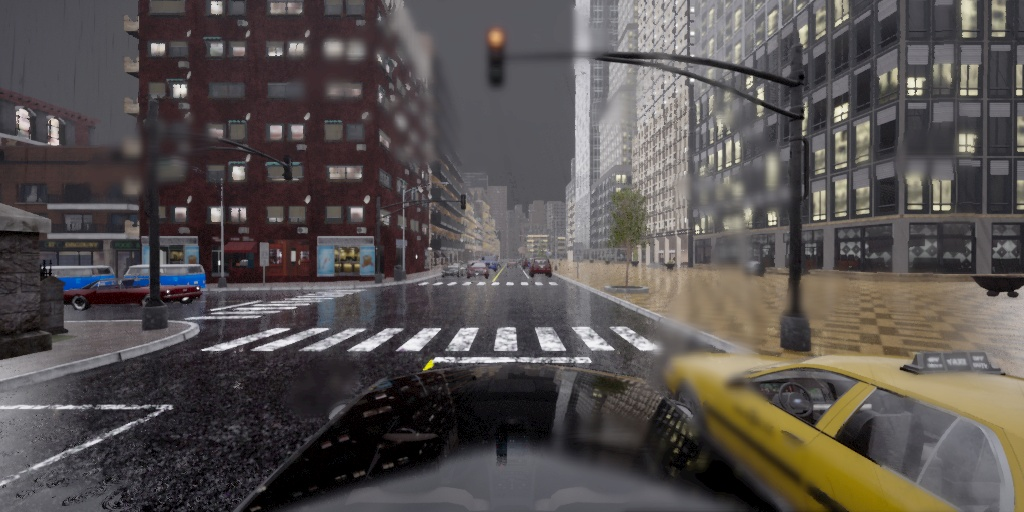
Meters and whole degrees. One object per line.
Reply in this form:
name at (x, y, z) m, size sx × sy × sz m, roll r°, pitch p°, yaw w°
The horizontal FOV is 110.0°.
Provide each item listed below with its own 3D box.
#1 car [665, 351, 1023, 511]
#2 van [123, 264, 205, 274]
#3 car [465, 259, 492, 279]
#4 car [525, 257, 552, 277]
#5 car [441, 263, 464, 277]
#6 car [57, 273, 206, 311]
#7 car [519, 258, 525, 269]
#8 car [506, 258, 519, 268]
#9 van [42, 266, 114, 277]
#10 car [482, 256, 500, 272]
car at (2.689, 1.275, 2.457) m, size 1.751 × 1.417 × 4.829 m, roll 0°, pitch 0°, yaw 0°
van at (-20.758, 1.390, 21.470) m, size 3.998 × 1.789 × 1.690 m, roll 0°, pitch 0°, yaw 0°
car at (-3.090, 1.283, 33.193) m, size 1.812 × 1.442 × 4.674 m, roll 0°, pitch 0°, yaw -2°
car at (2.705, 1.073, 34.699) m, size 2.192 × 1.841 × 5.009 m, roll 0°, pitch 0°, yaw 0°
car at (-5.675, 1.308, 34.703) m, size 2.007 × 1.370 × 4.403 m, roll 0°, pitch 0°, yaw 0°
car at (-16.542, 1.602, 15.714) m, size 4.718 × 1.301 × 1.895 m, roll -1°, pitch 0°, yaw -1°
car at (2.715, 1.097, 56.804) m, size 2.192 × 1.841 × 5.009 m, roll 0°, pitch 0°, yaw 0°
car at (0.028, 1.284, 63.477) m, size 2.128 × 1.511 × 4.902 m, roll 0°, pitch 0°, yaw 0°
van at (-26.296, 1.480, 21.422) m, size 3.998 × 1.789 × 1.690 m, roll 0°, pitch 0°, yaw 0°
car at (-3.076, 0.991, 47.240) m, size 2.150 × 2.045 × 5.566 m, roll 0°, pitch 0°, yaw 0°
